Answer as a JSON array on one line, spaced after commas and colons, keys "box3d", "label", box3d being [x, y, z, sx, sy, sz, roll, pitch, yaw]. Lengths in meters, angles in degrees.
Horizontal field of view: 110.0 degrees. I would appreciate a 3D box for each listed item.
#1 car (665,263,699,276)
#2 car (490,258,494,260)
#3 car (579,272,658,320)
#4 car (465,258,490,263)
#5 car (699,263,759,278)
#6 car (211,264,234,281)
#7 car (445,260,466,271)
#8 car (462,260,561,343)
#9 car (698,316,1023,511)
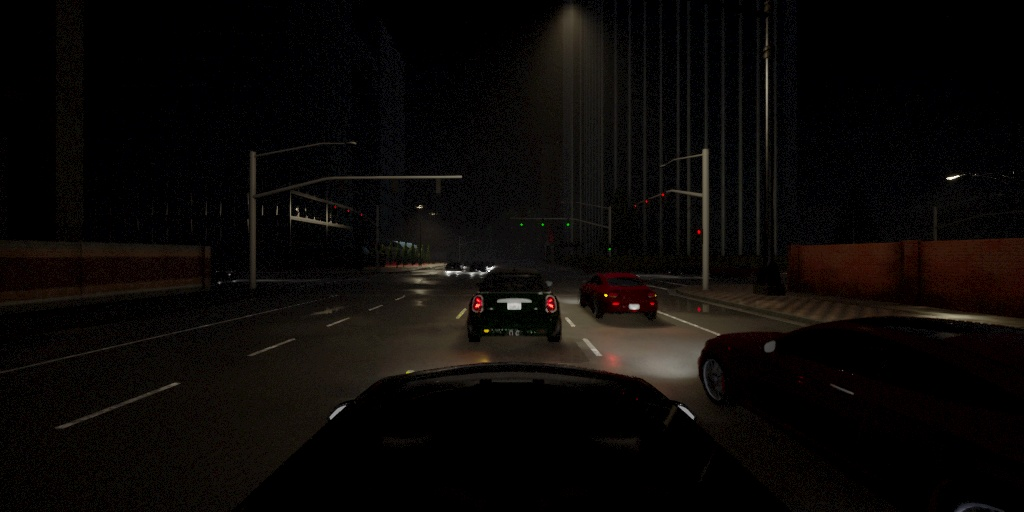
[{"box3d": [18.351, 1.351, 36.723, 4.718, 1.301, 1.895, 0, 0, -1], "label": "car"}, {"box3d": [-4.407, 1.350, 58.700, 1.895, 1.301, 4.718, 0, 0, -1], "label": "car"}, {"box3d": [3.558, 1.276, 12.561, 1.812, 1.442, 4.674, 0, 0, 1], "label": "car"}, {"box3d": [-4.262, 1.297, 44.869, 2.033, 1.411, 5.357, 0, 0, -1], "label": "car"}, {"box3d": [20.431, 1.351, 33.242, 4.718, 1.301, 1.895, 0, 0, -1], "label": "car"}, {"box3d": [-25.411, 1.241, 29.117, 4.902, 1.511, 2.128, 0, 0, -1], "label": "car"}, {"box3d": [-7.851, 1.313, 48.861, 1.994, 1.385, 4.181, 0, 0, -1], "label": "car"}, {"box3d": [0.062, 1.101, 9.813, 2.097, 1.767, 4.553, 0, 0, 0], "label": "car"}, {"box3d": [3.586, 1.276, 3.230, 1.812, 1.442, 4.674, 0, 0, 0], "label": "car"}]
